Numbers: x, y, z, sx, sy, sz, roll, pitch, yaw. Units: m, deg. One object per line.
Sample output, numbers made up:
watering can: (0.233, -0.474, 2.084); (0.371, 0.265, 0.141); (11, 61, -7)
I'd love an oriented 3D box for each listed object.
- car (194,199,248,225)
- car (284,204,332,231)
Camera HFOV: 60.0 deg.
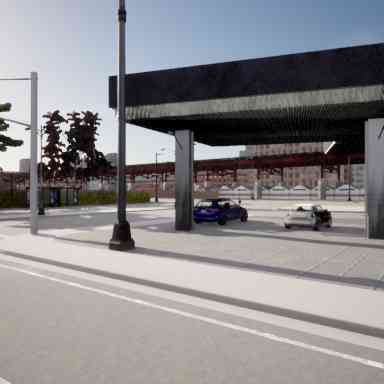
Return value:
car: (2.057, 1.295, 22.982); (2.242, 1.667, 4.611); (0, 0, 37)
car: (7.136, 1.456, 20.192); (1.970, 1.475, 3.806); (0, 0, 37)
